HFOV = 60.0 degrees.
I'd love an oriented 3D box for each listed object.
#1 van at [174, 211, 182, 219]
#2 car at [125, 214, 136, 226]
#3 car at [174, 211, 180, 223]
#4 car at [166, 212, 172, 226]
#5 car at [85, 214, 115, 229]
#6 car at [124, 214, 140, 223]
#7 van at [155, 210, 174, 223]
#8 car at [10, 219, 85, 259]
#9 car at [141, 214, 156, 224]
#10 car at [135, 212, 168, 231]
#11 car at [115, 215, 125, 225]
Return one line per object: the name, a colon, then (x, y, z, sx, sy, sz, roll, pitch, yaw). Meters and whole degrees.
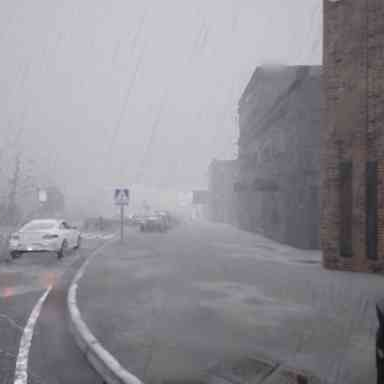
van: (-3.795, 6.322, 91.776, 1.878, 1.987, 4.442, 0, -3, 0)
car: (-6.859, 3.643, 43.563, 2.128, 1.511, 4.902, 0, -3, 0)
car: (-3.738, 4.411, 58.532, 2.185, 1.767, 4.553, 0, -3, 0)
car: (-3.697, 3.228, 36.399, 2.163, 1.488, 4.792, 0, -3, 0)
car: (-10.049, 3.170, 35.541, 1.837, 1.490, 4.892, 0, -4, 0)
car: (-10.113, 4.451, 56.362, 1.812, 1.442, 4.674, 0, -3, 0)
van: (-3.709, 3.312, 42.015, 1.878, 1.987, 4.442, 0, -3, 0)
car: (-5.916, 1.857, 13.790, 1.812, 1.442, 4.674, 0, -4, -8)
car: (-6.954, 4.270, 53.708, 1.837, 1.490, 4.892, 0, -4, 0)
car: (-3.671, 2.907, 30.912, 2.002, 1.452, 4.674, 2, -3, 0)
car: (-10.097, 3.885, 46.654, 2.033, 1.411, 5.357, 0, -3, 0)
